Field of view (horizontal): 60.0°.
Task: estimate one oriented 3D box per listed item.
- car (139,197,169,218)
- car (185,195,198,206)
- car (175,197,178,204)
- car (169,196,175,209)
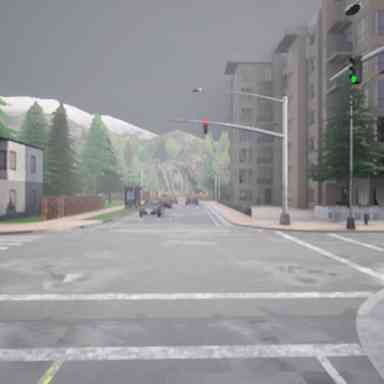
[{"bbox_3d":[-3.598,1.447,30.227,2.128,1.511,4.902,0,0,0],"label":"car"},{"bbox_3d":[-0.011,1.272,54.628,2.097,1.767,4.553,0,0,0],"label":"car"},{"bbox_3d":[-3.516,1.479,58.971,1.994,1.385,4.181,0,0,0],"label":"car"},{"bbox_3d":[-3.590,1.538,43.132,1.895,1.301,4.718,0,0,0],"label":"car"}]
